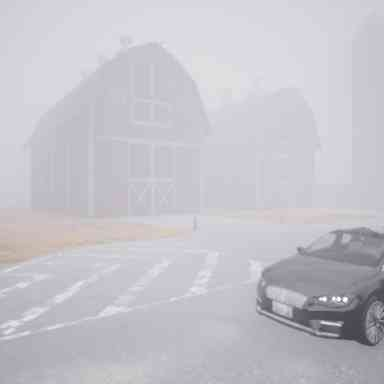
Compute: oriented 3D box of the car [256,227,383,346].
[{"bbox_3d":[3.338,1.479,6.390,4.902,1.511,2.128,0,0,-36],"label":"car"}]
